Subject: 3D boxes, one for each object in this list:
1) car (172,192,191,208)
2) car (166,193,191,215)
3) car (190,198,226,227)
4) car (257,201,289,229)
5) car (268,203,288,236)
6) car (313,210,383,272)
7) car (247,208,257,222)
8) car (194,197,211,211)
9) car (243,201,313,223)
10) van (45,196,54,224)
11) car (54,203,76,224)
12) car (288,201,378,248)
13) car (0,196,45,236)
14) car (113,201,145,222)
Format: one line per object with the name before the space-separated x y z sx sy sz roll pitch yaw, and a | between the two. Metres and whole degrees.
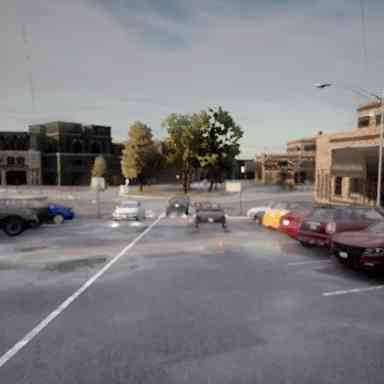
car | -1.257 0.955 43.029 2.097 1.767 4.553 0 3 3
car | -1.367 1.244 32.278 2.097 1.767 4.553 0 0 0
car | 1.152 1.421 21.899 2.128 1.511 4.902 0 0 1
car | 6.329 1.282 18.606 4.553 1.767 2.185 1 0 -20
car | 6.398 1.448 15.675 4.792 1.488 2.163 1 0 -20
car | 6.403 1.438 9.762 5.008 1.535 2.097 1 0 -20
car | 6.314 1.428 21.551 4.792 1.488 2.163 1 0 -20
car | 1.163 1.384 38.289 1.895 1.301 4.718 0 2 1
car | 6.324 1.429 24.513 4.674 1.452 2.002 1 0 -20
van | -10.845 1.217 19.814 4.442 1.987 1.878 -1 0 -18
car | -10.640 1.432 22.851 5.008 1.535 2.097 -1 0 -18
car | 6.356 1.302 12.706 4.553 1.767 2.185 1 0 -20
car | -10.796 1.198 16.870 5.566 2.045 2.435 -1 0 -18
car | -4.746 1.446 25.701 1.812 1.442 4.674 0 0 1
